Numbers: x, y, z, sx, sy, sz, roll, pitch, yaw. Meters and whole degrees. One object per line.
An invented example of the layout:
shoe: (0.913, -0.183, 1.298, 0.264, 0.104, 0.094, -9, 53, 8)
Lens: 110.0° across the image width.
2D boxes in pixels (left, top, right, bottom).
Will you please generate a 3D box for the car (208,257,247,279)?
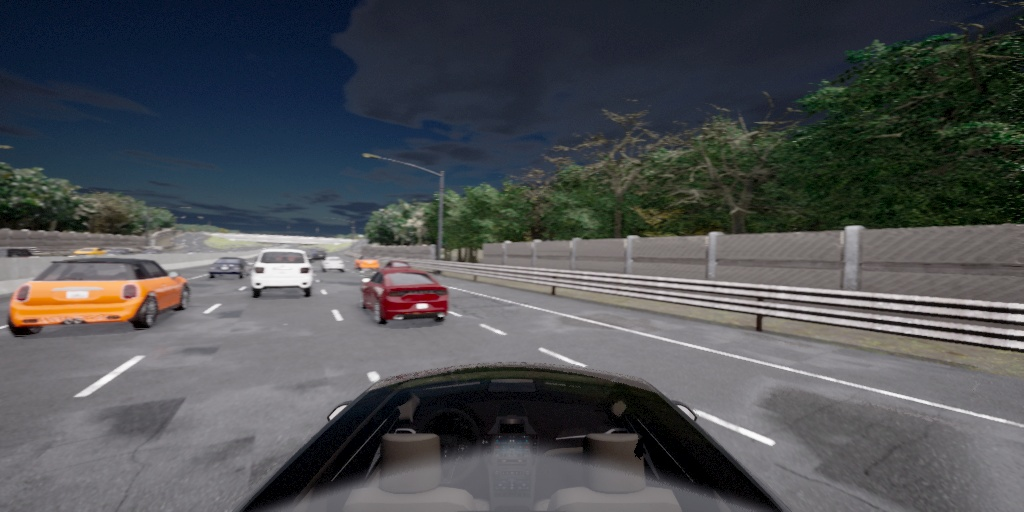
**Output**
car: (-19.475, 0.784, 24.903, 2.033, 1.411, 5.357, 2, 0, -30)

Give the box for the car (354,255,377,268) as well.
car: (-16.378, 0.704, 40.393, 2.097, 1.767, 4.553, 2, 0, -31)

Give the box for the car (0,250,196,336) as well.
car: (-10.404, 0.820, 9.527, 2.097, 1.767, 4.553, 2, 0, -31)

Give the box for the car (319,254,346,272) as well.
car: (-18.156, 0.820, 36.294, 1.812, 1.442, 4.674, 2, 0, -30)

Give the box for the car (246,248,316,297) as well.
car: (-10.630, 0.701, 16.791, 2.150, 2.045, 5.566, 2, 0, -30)

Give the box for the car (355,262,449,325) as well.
car: (-3.636, 1.147, 11.626, 1.882, 1.535, 5.008, 2, 0, -31)

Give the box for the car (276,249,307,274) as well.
car: (-19.694, 0.466, 32.206, 2.150, 2.045, 5.566, 2, 0, -30)

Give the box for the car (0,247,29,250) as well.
car: (-29.008, 0.301, 20.029, 2.097, 1.767, 4.553, 2, 0, -30)

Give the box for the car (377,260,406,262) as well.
car: (-8.784, 1.078, 27.439, 1.812, 1.442, 4.674, 2, 0, -30)
